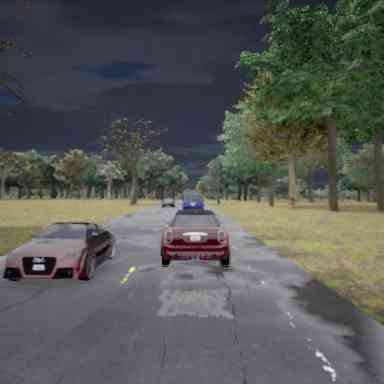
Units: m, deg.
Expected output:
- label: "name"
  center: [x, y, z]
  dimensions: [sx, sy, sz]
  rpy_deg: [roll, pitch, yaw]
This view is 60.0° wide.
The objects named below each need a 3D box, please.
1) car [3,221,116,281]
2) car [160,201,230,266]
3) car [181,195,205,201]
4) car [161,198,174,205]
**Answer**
- label: "car"
  center: [-3.599, 1.585, 9.805]
  dimensions: [1.994, 1.385, 4.181]
  rpy_deg: [0, 0, 0]
- label: "car"
  center: [0.098, 1.378, 11.837]
  dimensions: [2.097, 1.767, 4.553]
  rpy_deg: [0, 0, 0]
- label: "car"
  center: [0.103, 1.331, 34.083]
  dimensions: [2.150, 2.045, 5.566]
  rpy_deg: [0, 0, 0]
- label: "car"
  center: [-3.575, 1.683, 50.821]
  dimensions: [1.882, 1.535, 5.008]
  rpy_deg: [0, 0, 0]
